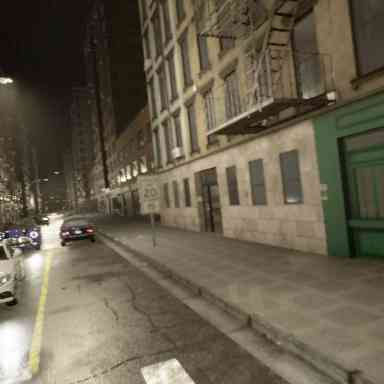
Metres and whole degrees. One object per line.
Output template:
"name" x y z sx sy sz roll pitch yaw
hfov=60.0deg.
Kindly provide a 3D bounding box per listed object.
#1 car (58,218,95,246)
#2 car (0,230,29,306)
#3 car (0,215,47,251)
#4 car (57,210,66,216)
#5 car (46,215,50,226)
"car" -6.929 2.269 19.894 2.033 1.411 5.357 -6 0 -22
"car" -5.629 2.096 8.948 1.812 1.442 4.674 -6 0 -24
"car" -9.458 2.323 18.341 2.097 1.767 4.553 -6 0 -22
"car" -33.538 5.258 85.320 1.882 1.535 5.008 -6 -1 -22
"car" -18.304 3.491 40.443 2.033 1.411 5.357 -6 0 -22
